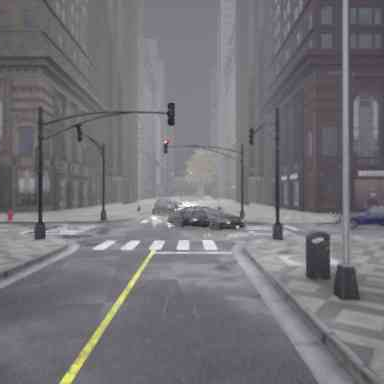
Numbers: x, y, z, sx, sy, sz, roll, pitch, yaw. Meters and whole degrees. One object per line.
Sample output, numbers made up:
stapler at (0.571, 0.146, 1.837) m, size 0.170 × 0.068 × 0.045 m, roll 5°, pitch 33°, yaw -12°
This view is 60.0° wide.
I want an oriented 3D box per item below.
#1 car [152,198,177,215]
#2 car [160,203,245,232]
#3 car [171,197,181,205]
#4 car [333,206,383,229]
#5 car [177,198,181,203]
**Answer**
car at (-3.101, 1.485, 35.950) m, size 2.097 × 1.767 × 4.553 m, roll 0°, pitch 0°, yaw 0°
car at (0.701, 1.627, 20.918) m, size 5.357 × 1.411 × 2.033 m, roll 0°, pitch 0°, yaw 44°
car at (-3.009, 1.788, 63.763) m, size 1.812 × 1.442 × 4.674 m, roll 0°, pitch 0°, yaw 0°
car at (11.878, 1.648, 22.156) m, size 4.674 × 1.442 × 1.812 m, roll 0°, pitch 0°, yaw 2°
car at (-3.079, 1.718, 49.601) m, size 1.812 × 1.442 × 4.674 m, roll 0°, pitch 0°, yaw 0°
